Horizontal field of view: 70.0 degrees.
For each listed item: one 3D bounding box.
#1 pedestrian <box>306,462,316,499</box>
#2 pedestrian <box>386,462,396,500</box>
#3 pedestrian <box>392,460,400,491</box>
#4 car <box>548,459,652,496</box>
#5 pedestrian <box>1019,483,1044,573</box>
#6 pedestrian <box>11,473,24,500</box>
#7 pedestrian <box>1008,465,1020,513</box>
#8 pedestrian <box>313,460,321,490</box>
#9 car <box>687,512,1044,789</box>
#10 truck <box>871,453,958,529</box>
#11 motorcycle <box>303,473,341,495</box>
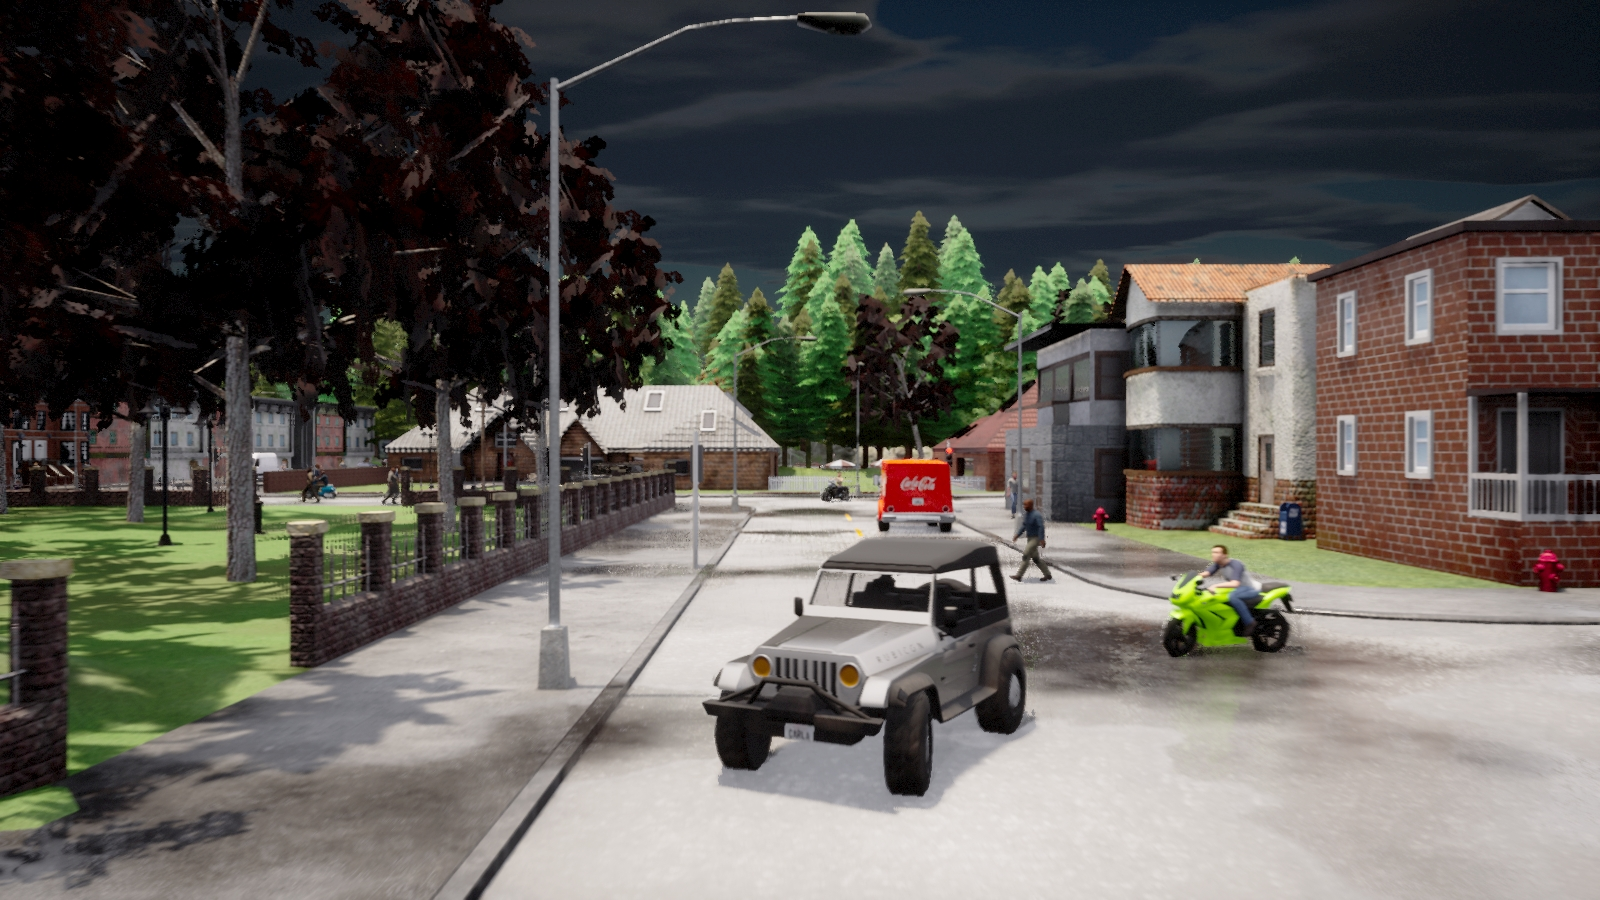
[{"bbox_3d":[-24.616,1.528,57.504,0.375,1.860,0.375,0,0,-1],"label":"pedestrian"},{"bbox_3d":[-20.160,1.530,56.279,0.375,1.860,0.375,0,0,-2],"label":"pedestrian"},{"bbox_3d":[-24.576,1.529,69.516,0.375,1.860,0.375,0,0,-9],"label":"pedestrian"},{"bbox_3d":[-11.421,1.566,65.582,5.566,2.045,2.150,0,0,0],"label":"car"},{"bbox_3d":[4.876,1.631,24.077,0.375,1.860,0.375,0,0,-15],"label":"pedestrian"},{"bbox_3d":[-38.592,1.810,56.330,0.375,1.300,0.375,0,0,-2],"label":"pedestrian"},{"bbox_3d":[8.395,1.522,44.761,0.375,1.860,0.375,0,0,-7],"label":"pedestrian"},{"bbox_3d":[-30.061,1.524,71.072,0.375,1.860,0.375,0,0,-9],"label":"pedestrian"},{"bbox_3d":[0.816,1.639,10.825,1.905,1.878,3.866,0,0,29],"label":"car"},{"bbox_3d":[3.973,1.360,40.595,2.627,2.467,5.204,0,1,1],"label":"truck"},{"bbox_3d":[-27.453,1.968,65.588,1.805,1.236,0.856,0,0,0],"label":"motorcycle"}]
